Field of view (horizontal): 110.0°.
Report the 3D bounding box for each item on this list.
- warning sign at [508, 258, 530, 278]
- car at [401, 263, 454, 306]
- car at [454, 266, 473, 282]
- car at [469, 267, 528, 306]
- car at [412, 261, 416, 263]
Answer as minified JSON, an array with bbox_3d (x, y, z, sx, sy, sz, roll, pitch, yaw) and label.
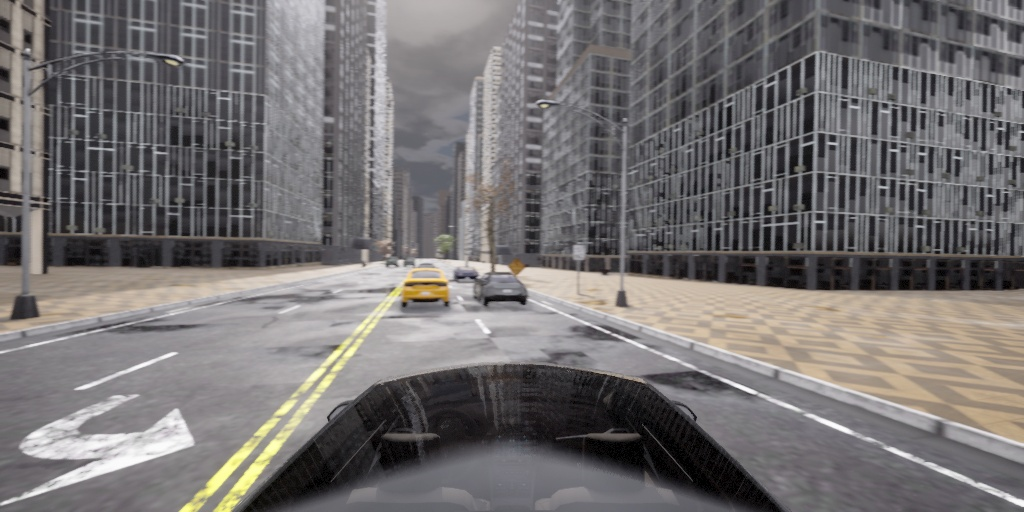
[{"bbox_3d":[0.278,1.040,25.035,1.300,1.860,1.060,0,0,-13],"label":"warning sign"},{"bbox_3d":[-3.847,1.281,16.078,1.882,1.535,5.008,1,0,-13],"label":"car"},{"bbox_3d":[-4.075,1.511,31.060,1.895,1.301,4.718,1,0,-13],"label":"car"},{"bbox_3d":[-0.646,1.415,16.648,1.994,1.385,4.181,1,0,-13],"label":"car"},{"bbox_3d":[-7.282,1.371,30.507,1.837,1.490,4.892,1,0,-13],"label":"car"}]
